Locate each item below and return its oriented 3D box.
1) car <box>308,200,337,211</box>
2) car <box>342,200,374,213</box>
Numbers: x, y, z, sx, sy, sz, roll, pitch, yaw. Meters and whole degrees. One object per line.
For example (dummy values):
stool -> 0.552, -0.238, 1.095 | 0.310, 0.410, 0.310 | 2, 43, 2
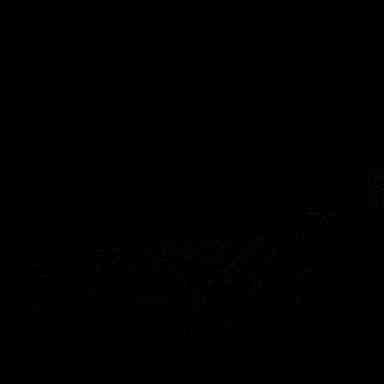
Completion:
car -> 15.957, 1.647, 42.461 | 1.752, 1.417, 4.829 | 0, 0, -36
car -> 19.349, 1.609, 37.764 | 1.887, 1.381, 4.507 | 0, 0, -36
